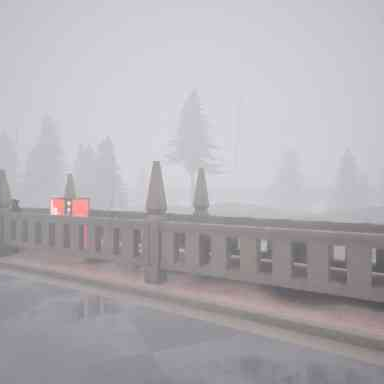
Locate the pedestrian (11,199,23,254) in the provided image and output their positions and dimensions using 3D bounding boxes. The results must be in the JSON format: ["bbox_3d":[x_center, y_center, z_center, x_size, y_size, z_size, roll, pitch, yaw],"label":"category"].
[{"bbox_3d":[-6.010,1.138,11.272,0.375,1.860,0.375,1,1,29],"label":"pedestrian"}]

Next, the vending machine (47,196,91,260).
[{"bbox_3d":[-4.286,1.191,11.640,0.880,2.100,1.100,1,0,30],"label":"vending machine"}]
